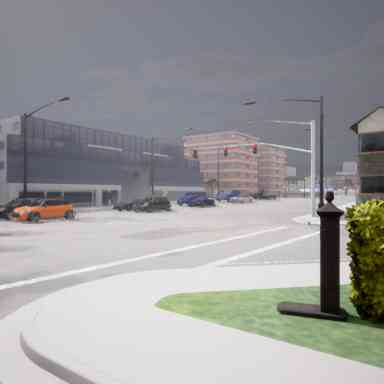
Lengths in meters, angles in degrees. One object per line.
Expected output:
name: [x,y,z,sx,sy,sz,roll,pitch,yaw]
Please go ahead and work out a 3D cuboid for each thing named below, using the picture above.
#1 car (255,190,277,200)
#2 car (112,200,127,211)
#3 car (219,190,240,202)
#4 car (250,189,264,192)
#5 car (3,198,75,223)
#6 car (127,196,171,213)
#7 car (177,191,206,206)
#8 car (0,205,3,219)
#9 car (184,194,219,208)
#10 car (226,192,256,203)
car: [13.920,0.833,61.251,1.895,1.301,4.718,0,1,36]
car: [-6.582,1.460,38.169,2.033,1.411,5.357,0,1,35]
car: [6.368,0.621,56.626,2.150,2.045,5.566,0,2,35]
car: [12.590,0.424,65.406,2.150,2.045,5.566,0,1,36]
car: [-11.242,1.337,25.217,2.097,1.767,4.553,0,0,33]
car: [-4.243,1.270,35.389,2.097,1.767,4.553,0,0,35]
car: [0.159,0.919,47.783,2.150,2.045,5.566,0,1,35]
car: [-14.140,1.335,27.388,2.097,1.767,4.553,0,0,35]
car: [1.293,1.329,43.303,1.994,1.385,4.181,0,1,35]
car: [7.748,1.072,52.508,1.895,1.301,4.718,0,2,35]
